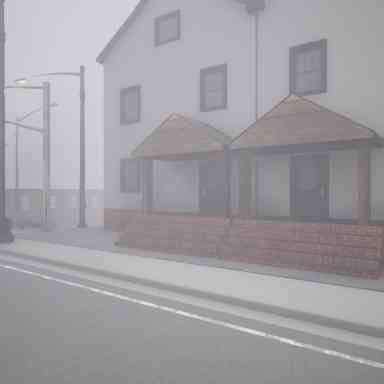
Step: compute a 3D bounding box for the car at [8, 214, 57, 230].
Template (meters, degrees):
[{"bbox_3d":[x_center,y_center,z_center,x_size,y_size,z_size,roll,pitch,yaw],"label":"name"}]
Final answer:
[{"bbox_3d":[-14.101,2.655,29.350,1.994,1.385,4.181,0,-9,36],"label":"car"}]
